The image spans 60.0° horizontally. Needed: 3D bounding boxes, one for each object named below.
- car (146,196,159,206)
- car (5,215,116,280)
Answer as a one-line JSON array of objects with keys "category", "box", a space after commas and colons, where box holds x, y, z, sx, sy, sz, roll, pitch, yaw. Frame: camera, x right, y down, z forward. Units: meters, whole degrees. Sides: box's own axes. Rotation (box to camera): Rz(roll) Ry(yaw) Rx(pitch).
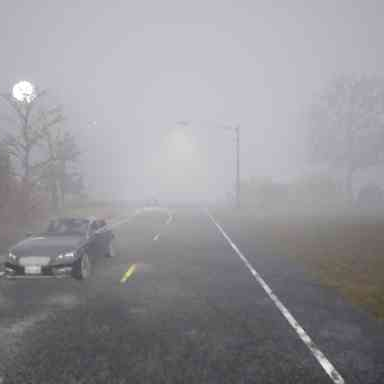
[{"category": "car", "box": [-6.283, 1.468, 53.056, 2.128, 1.511, 4.902, 0, 0, -6]}, {"category": "car", "box": [-3.613, 1.497, 9.997, 2.128, 1.511, 4.902, 0, 0, 0]}]
